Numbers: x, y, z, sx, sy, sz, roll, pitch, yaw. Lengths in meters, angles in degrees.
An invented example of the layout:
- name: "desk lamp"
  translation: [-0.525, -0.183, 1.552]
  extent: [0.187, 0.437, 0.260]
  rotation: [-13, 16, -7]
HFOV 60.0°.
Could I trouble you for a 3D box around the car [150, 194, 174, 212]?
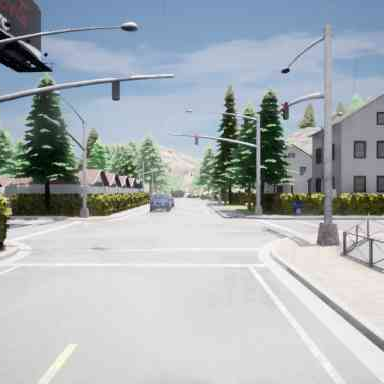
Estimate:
- name: "car"
  translation: [-3.612, 1.221, 39.025]
  extent: [2.150, 2.045, 5.566]
  rotation: [0, 0, 0]
